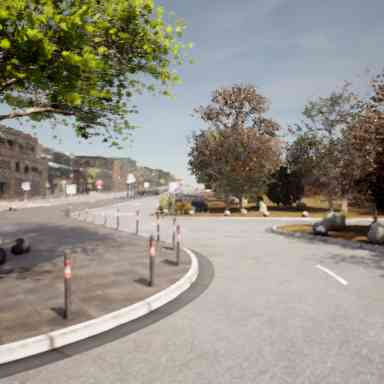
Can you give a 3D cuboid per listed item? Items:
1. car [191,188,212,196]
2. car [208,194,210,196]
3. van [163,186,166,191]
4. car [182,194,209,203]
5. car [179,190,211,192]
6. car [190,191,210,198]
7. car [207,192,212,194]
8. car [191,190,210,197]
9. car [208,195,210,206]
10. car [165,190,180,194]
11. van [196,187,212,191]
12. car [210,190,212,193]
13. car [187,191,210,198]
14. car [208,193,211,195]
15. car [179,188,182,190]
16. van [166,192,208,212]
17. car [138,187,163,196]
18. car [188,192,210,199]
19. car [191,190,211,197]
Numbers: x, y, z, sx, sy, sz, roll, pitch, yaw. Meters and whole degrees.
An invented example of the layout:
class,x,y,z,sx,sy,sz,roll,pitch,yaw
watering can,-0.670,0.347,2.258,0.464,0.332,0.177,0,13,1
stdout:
class,x,y,z,sx,sy,sz,roll,pitch,yaw
car,2.687,-0.020,92.784,5.566,2.045,2.435,1,1,3
car,-0.350,1.403,45.719,5.366,1.575,1.946,1,2,3
van,-10.269,-0.231,92.781,4.442,1.987,1.878,1,1,3
car,0.678,1.098,59.555,4.674,1.452,2.002,1,1,3
car,0.546,1.003,56.779,4.553,1.767,2.185,1,2,3
car,2.063,0.537,81.709,4.792,1.488,2.163,1,1,3
car,0.168,1.269,51.245,4.892,1.521,2.231,1,2,3
car,2.210,0.439,84.479,4.892,1.521,2.231,1,1,3
car,-0.305,1.510,42.936,4.792,1.488,2.163,1,2,3
car,-3.783,0.820,68.146,2.033,1.411,5.357,1,1,4
van,1.309,0.627,67.850,4.442,1.987,1.878,1,1,3
car,0.845,0.988,62.323,5.008,1.535,2.097,1,1,3
car,1.680,0.569,78.952,5.366,1.575,1.946,1,1,3
car,0.033,1.369,48.476,4.792,1.488,2.163,1,2,3
car,-2.726,0.323,87.170,2.128,1.511,4.902,1,1,3
van,-0.616,1.323,40.171,4.442,1.987,1.878,1,2,3
car,-10.926,-0.051,84.398,5.566,2.045,2.435,1,2,3
car,1.498,0.742,73.404,4.792,1.488,2.163,1,1,3
car,2.378,0.369,87.249,5.008,1.535,2.097,1,1,3
